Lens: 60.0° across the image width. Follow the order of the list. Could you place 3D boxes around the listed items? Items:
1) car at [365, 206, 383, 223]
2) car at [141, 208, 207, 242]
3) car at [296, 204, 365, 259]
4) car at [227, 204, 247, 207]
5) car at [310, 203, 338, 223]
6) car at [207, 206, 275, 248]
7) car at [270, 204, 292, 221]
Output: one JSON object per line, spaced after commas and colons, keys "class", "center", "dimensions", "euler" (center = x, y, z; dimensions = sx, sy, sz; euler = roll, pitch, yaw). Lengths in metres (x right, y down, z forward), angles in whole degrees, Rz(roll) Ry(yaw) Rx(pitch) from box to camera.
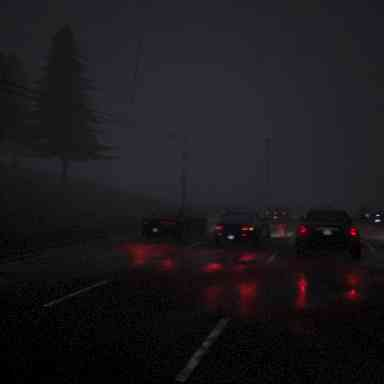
{"class": "car", "center": [13.868, 1.713, 25.445], "dimensions": [1.895, 1.301, 4.718], "euler": [0, 0, 22]}
{"class": "car", "center": [-0.696, 1.524, 16.909], "dimensions": [1.882, 1.535, 5.008], "euler": [0, 0, 22]}
{"class": "car", "center": [5.373, 1.404, 13.218], "dimensions": [2.097, 1.767, 4.553], "euler": [0, 0, 22]}
{"class": "car", "center": [4.067, 1.696, 29.250], "dimensions": [1.895, 1.301, 4.718], "euler": [0, 0, 21]}
{"class": "car", "center": [10.928, 1.675, 27.517], "dimensions": [1.994, 1.385, 4.181], "euler": [0, 0, 22]}
{"class": "car", "center": [2.394, 1.576, 15.201], "dimensions": [1.812, 1.442, 4.674], "euler": [0, 0, 22]}
{"class": "car", "center": [7.343, 1.702, 27.978], "dimensions": [1.895, 1.301, 4.718], "euler": [0, 0, 22]}
